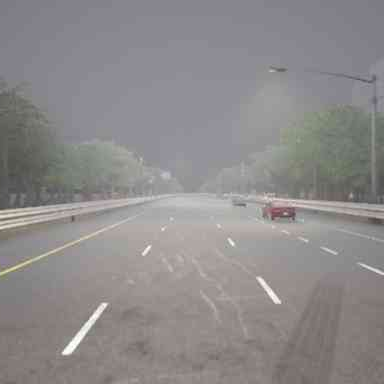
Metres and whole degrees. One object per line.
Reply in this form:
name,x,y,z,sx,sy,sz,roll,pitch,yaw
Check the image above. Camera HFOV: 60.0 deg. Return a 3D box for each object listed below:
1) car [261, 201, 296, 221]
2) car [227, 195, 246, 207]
car,7.029,1.480,27.383,1.882,1.535,5.008,0,0,0
car,7.068,1.549,50.813,2.033,1.411,5.357,0,0,0
